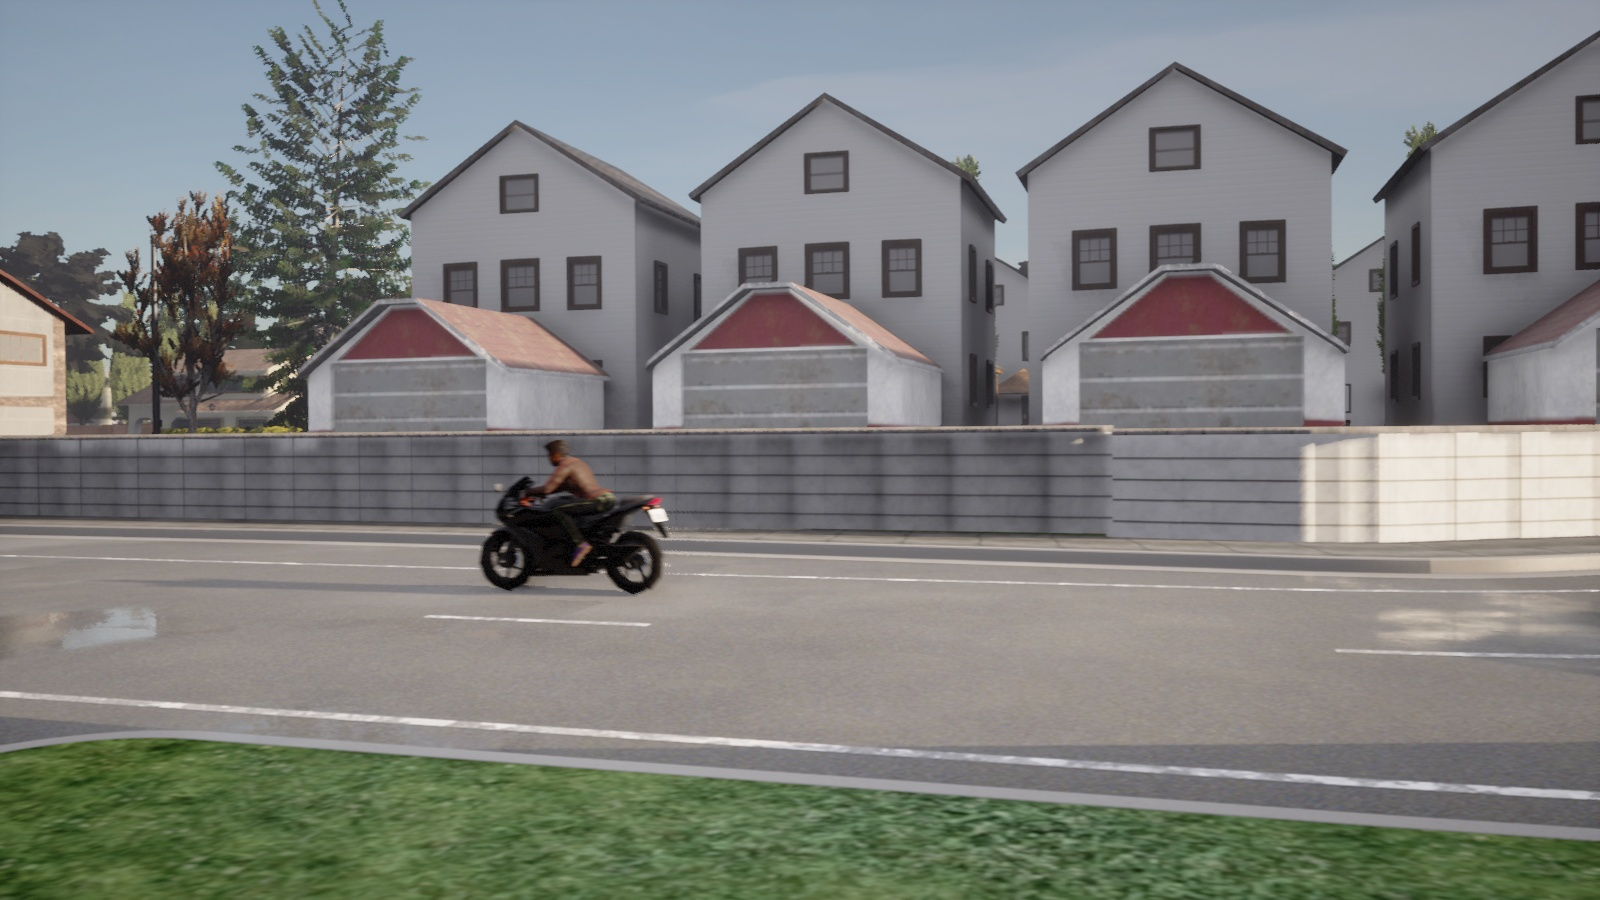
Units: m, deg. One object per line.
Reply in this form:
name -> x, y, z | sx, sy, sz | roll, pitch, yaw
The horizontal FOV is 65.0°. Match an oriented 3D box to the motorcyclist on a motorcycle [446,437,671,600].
motorcyclist on a motorcycle -> -2.384, 0.637, 12.420 | 2.044, 1.523, 0.797 | 0, 1, 17
